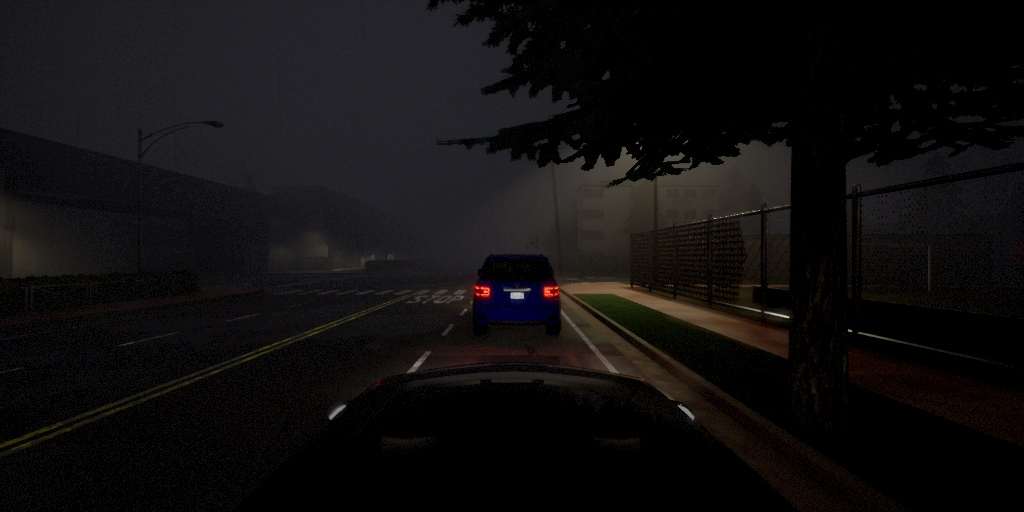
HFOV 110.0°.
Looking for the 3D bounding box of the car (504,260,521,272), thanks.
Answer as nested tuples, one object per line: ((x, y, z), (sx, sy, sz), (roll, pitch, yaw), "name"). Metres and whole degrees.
((0.061, 1.241, 46.453), (2.128, 1.511, 4.902), (0, 0, -1), "car")

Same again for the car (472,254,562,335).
((0.123, 0.972, 10.622), (2.150, 2.045, 5.566), (0, 0, 0), "car")
